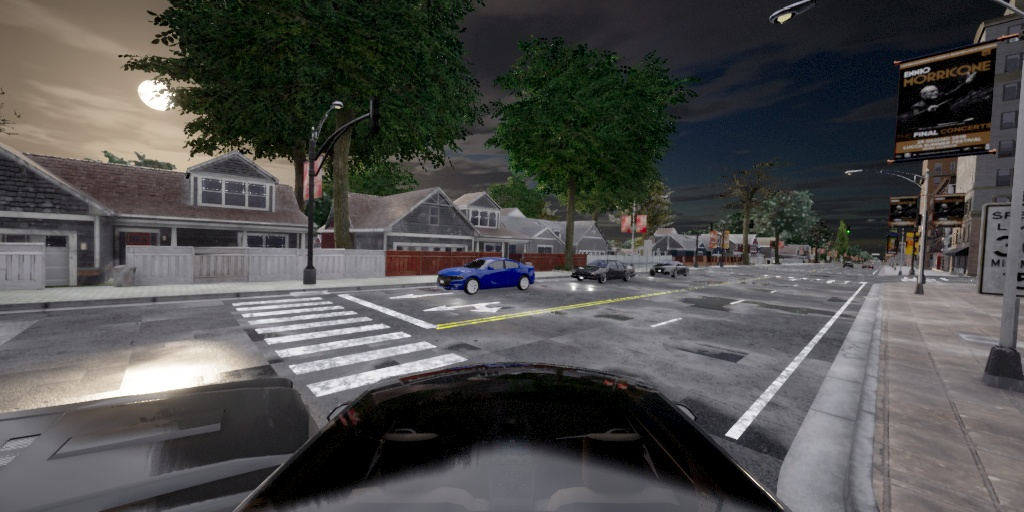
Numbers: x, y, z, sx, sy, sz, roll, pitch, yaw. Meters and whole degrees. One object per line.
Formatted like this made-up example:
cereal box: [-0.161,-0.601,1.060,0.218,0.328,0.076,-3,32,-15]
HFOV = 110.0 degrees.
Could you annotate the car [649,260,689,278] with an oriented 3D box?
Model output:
car: [13.333,1.027,30.299,4.181,1.385,1.994,1,2,-44]

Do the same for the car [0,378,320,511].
car: [-3.314,1.284,1.322,4.718,1.301,1.895,1,2,-34]

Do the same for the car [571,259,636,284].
car: [6.114,0.941,23.399,5.357,1.411,2.033,1,2,-44]

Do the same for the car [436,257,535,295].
car: [-1.072,0.806,16.501,5.008,1.535,1.882,0,2,-44]
